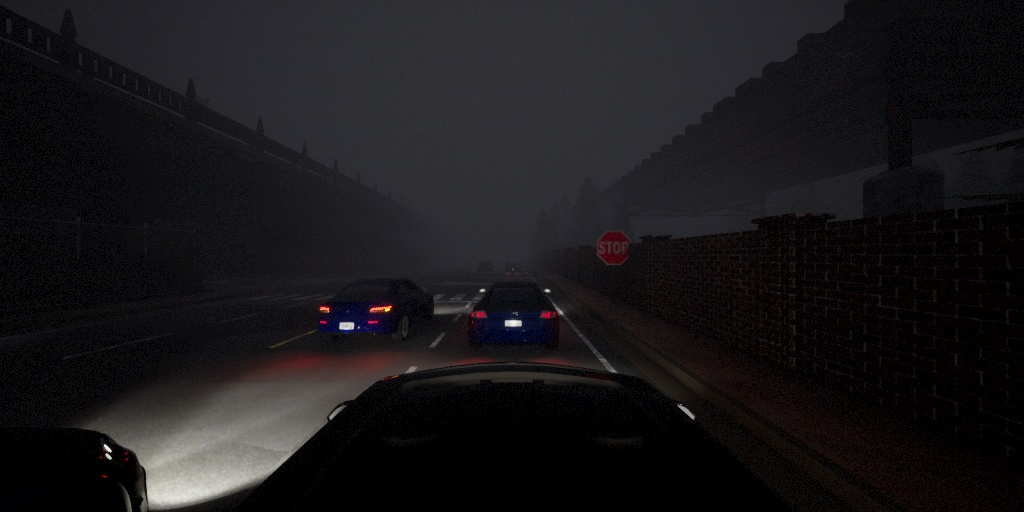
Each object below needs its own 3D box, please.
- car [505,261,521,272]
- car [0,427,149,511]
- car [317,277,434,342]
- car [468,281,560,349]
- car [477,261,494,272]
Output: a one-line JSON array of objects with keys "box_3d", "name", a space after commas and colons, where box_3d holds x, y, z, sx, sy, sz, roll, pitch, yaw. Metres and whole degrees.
[{"box_3d": [0.104, 1.351, 45.987, 1.895, 1.301, 4.718, 0, 0, -1], "name": "car"}, {"box_3d": [-3.398, 1.314, 0.595, 1.994, 1.385, 4.181, 0, 0, 0], "name": "car"}, {"box_3d": [-3.411, 1.276, 9.691, 1.812, 1.442, 4.674, 0, 0, 0], "name": "car"}, {"box_3d": [0.070, 1.314, 9.169, 1.994, 1.385, 4.181, 0, 0, 1], "name": "car"}, {"box_3d": [-3.391, 1.297, 45.828, 2.033, 1.411, 5.357, 0, 0, -1], "name": "car"}]
